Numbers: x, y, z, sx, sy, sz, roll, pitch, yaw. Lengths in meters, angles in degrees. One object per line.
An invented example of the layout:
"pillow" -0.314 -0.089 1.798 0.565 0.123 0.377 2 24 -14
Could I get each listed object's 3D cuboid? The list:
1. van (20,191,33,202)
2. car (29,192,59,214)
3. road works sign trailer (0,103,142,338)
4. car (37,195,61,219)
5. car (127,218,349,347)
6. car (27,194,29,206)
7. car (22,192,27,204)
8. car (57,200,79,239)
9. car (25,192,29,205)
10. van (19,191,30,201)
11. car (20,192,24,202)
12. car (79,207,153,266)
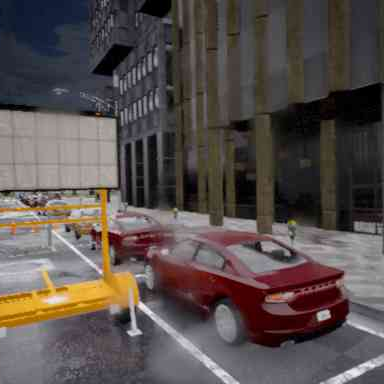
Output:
"van" -28.985 0.734 58.098 1.690 1.788 3.998 -2 2 -30
"car" -12.886 0.945 29.722 2.192 1.841 5.009 -2 2 -30
"road works sign trailer" -2.455 0.382 5.688 2.380 3.560 2.880 -2 1 -30
"car" -10.282 1.195 25.145 1.752 1.417 4.829 -2 2 -30
"car" 0.536 1.382 6.081 1.887 1.381 4.507 -2 2 -30
"car" -15.563 1.140 34.456 2.008 1.369 4.403 -2 2 -30
"car" -20.930 1.054 43.915 1.887 1.381 4.507 -2 2 -30
"car" -4.915 1.278 15.687 1.752 1.417 4.829 -2 2 -30
"car" -18.331 1.073 39.333 1.752 1.417 4.829 -2 2 -30
"van" -31.668 0.695 62.828 1.690 1.788 3.998 -2 2 -30
"car" -23.616 0.910 48.642 1.967 1.590 4.097 -2 2 -30
"car" -2.148 1.340 10.810 1.887 1.381 4.507 -2 2 -30
